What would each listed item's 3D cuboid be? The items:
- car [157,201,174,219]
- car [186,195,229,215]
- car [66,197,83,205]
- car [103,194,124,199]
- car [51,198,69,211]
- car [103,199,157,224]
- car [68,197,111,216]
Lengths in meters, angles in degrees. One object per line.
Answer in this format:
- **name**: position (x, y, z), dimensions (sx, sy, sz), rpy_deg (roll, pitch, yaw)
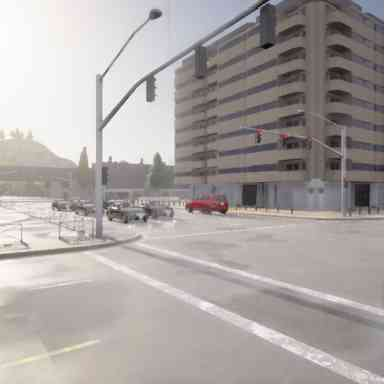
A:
- **car**: position (-3.395, 1.547, 29.499), dimensions (2.128, 1.511, 4.902), rpy_deg (0, 0, -35)
- **car**: position (1.511, 1.277, 34.800), dimensions (2.150, 2.045, 5.566), rpy_deg (0, 0, -33)
- **car**: position (-22.008, 1.619, 62.189), dimensions (1.994, 1.385, 4.181), rpy_deg (0, 0, -35)
- **car**: position (-9.095, 1.277, 37.551), dimensions (2.150, 2.045, 5.566), rpy_deg (0, 0, -35)
- **car**: position (-16.115, 1.547, 41.424), dimensions (2.128, 1.511, 4.902), rpy_deg (0, 0, -35)
- **car**: position (-5.063, 1.547, 25.796), dimensions (2.128, 1.511, 4.902), rpy_deg (0, 0, -35)
- **car**: position (-10.309, 1.547, 33.209), dimensions (2.128, 1.511, 4.902), rpy_deg (0, 0, -35)
